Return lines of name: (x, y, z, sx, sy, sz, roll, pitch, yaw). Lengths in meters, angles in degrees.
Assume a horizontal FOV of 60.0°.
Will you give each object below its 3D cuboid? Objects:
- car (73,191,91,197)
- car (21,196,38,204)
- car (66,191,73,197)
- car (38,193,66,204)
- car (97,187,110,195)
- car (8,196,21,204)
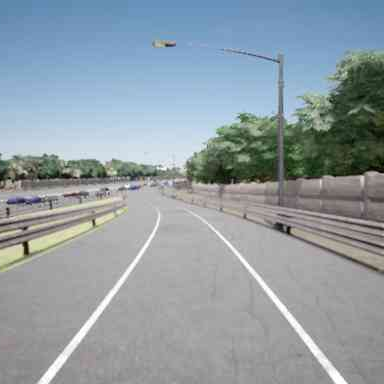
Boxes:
car: (-27.284, 0.388, 83.965, 1.837, 1.490, 4.892, 0, 3, 7)
car: (-29.863, 1.518, 63.407, 1.812, 1.442, 4.674, 0, 3, 7)
car: (-30.754, 0.460, 84.434, 1.895, 1.301, 4.718, 0, 3, 7)
car: (-26.394, 1.358, 62.927, 2.097, 1.767, 4.553, 0, 3, 7)
car: (-23.312, 0.221, 87.512, 2.128, 1.511, 4.902, 0, 3, 7)
car: (-33.333, 1.539, 63.859, 1.994, 1.385, 4.181, 0, 3, 7)
